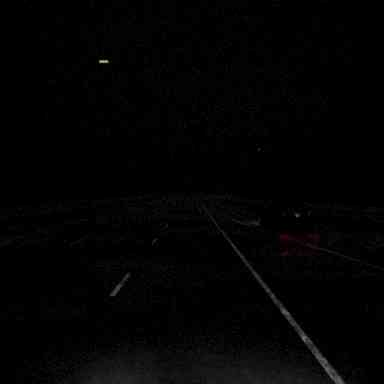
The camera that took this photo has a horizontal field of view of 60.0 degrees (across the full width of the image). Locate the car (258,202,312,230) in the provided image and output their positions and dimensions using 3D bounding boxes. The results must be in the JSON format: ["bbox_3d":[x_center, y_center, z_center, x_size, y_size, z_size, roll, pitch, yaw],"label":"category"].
[{"bbox_3d":[5.897,1.409,21.559,2.097,1.767,4.553,0,0,-7],"label":"car"}]
